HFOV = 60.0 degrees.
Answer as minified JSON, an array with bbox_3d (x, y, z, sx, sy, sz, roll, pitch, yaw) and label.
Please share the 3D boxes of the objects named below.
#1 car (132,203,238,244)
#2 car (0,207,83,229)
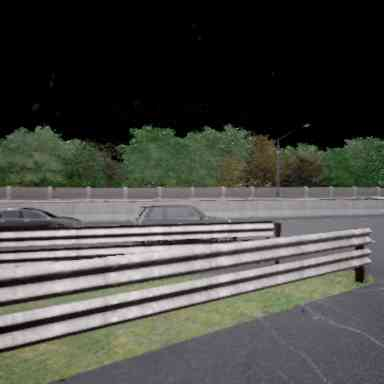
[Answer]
[{"bbox_3d":[-0.323,1.331,14.308,4.553,1.767,2.097,0,0,-16],"label":"car"},{"bbox_3d":[-7.728,1.500,15.840,4.892,1.490,1.837,0,0,-16],"label":"car"}]
